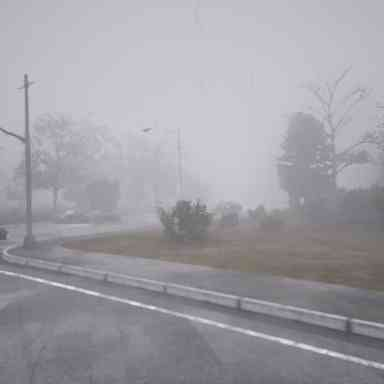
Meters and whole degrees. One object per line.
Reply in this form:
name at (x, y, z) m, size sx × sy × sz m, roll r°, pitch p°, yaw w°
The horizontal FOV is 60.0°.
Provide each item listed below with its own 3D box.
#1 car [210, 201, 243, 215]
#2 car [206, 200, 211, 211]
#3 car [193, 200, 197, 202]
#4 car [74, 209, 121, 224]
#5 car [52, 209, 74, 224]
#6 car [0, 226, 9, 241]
car at (4.640, 1.905, 41.149) m, size 2.097 × 1.767 × 4.553 m, roll -3°, pitch -2°, yaw 32°
car at (3.630, 2.414, 52.797) m, size 2.128 × 1.511 × 4.902 m, roll -3°, pitch -2°, yaw 32°
car at (1.122, 2.303, 55.391) m, size 2.150 × 2.045 × 5.566 m, roll -3°, pitch -2°, yaw 32°
car at (-9.006, 2.369, 32.836) m, size 1.994 × 1.385 × 4.181 m, roll -3°, pitch -2°, yaw 33°
car at (-12.118, 2.482, 34.464) m, size 1.812 × 1.442 × 4.674 m, roll -3°, pitch -2°, yaw 33°
car at (-11.660, 2.010, 16.307) m, size 1.837 × 1.490 × 4.892 m, roll -3°, pitch -2°, yaw 36°
